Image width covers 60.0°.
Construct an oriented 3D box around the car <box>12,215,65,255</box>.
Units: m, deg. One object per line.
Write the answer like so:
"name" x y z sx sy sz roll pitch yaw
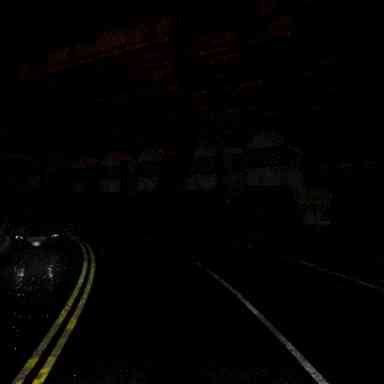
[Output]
"car" -6.931 1.821 15.152 2.128 1.511 4.902 0 -2 -22
